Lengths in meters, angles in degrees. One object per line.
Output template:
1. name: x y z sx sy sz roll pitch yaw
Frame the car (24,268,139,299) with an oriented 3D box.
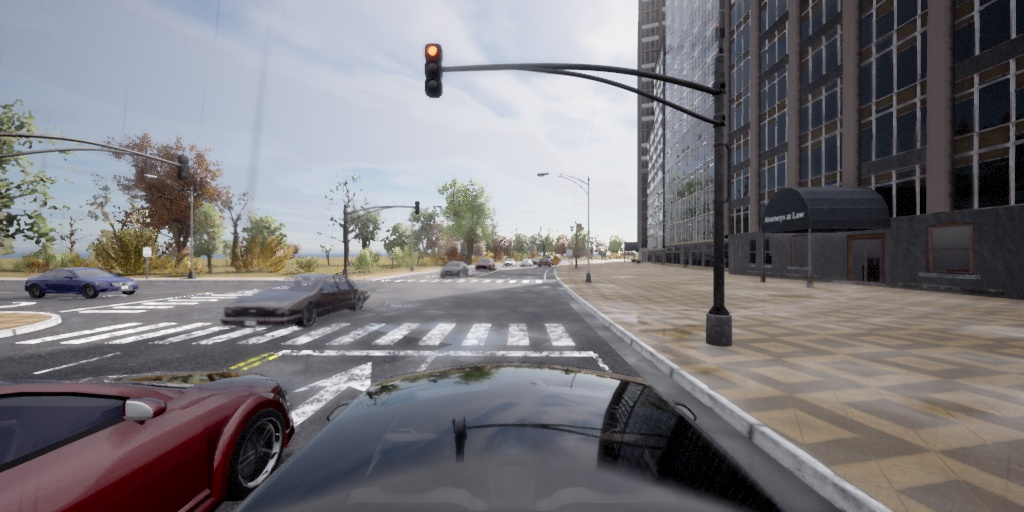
1. car: -21.665 1.322 18.076 4.674 1.442 1.812 0 0 4

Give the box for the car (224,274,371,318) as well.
1. car: -6.426 1.296 11.579 2.033 1.411 5.357 0 0 2

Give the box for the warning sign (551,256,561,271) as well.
1. warning sign: 5.419 0.868 43.943 1.300 1.860 1.060 0 0 7

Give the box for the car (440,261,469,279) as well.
1. car: -5.172 1.252 32.880 1.837 1.490 4.892 0 0 5

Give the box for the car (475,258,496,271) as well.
1. car: -3.539 1.101 47.910 2.097 1.767 4.553 0 0 7

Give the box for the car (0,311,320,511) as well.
1. car: -3.108 1.314 1.797 1.994 1.385 4.181 0 0 0
